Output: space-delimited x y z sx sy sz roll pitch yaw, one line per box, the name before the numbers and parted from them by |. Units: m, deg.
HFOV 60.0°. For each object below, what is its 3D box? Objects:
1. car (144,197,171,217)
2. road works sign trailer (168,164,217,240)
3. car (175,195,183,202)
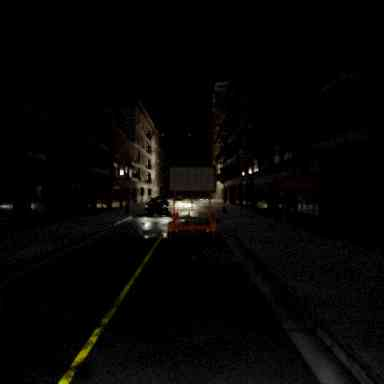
car | -3.096 1.270 30.318 2.097 1.767 4.553 0 0 0
road works sign trailer | 0.006 0.415 16.733 2.380 3.560 2.880 0 0 0
car | -3.000 1.399 71.669 2.033 1.411 5.357 0 0 0
